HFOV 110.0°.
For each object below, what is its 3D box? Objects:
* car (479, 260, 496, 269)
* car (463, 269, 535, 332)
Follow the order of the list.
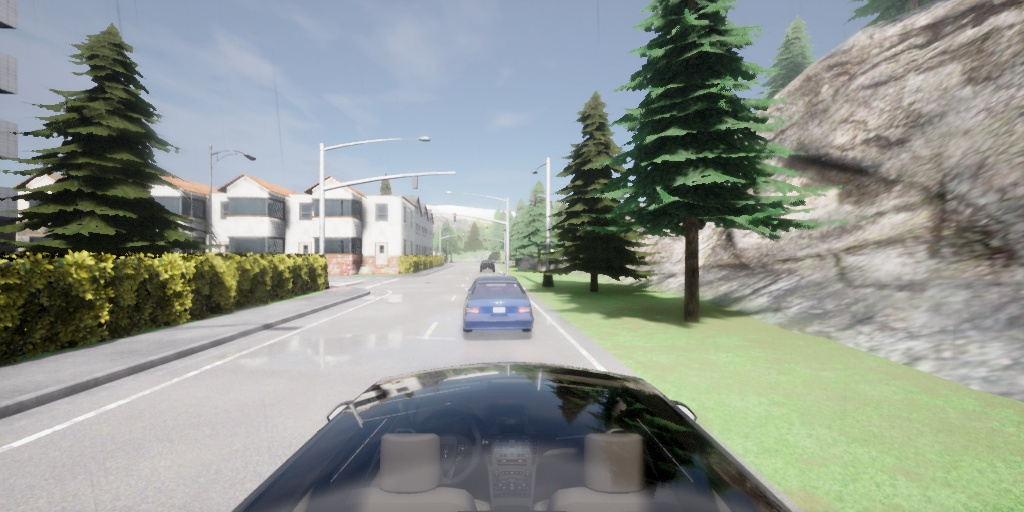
[{"bbox_3d":[-3.102,1.252,45.236,1.837,1.490,4.892,0,0,-4],"label":"car"},{"bbox_3d":[-0.478,1.297,10.802,2.033,1.411,5.357,0,0,-4],"label":"car"}]
